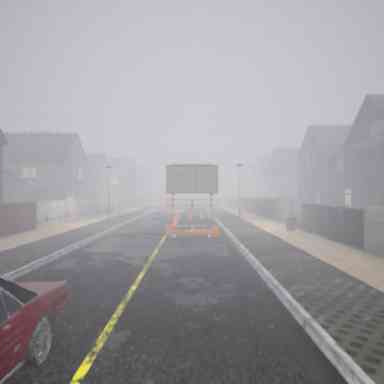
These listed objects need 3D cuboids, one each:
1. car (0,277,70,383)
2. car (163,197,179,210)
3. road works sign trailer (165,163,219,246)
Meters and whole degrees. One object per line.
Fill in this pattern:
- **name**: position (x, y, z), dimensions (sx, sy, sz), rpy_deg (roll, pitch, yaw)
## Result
- **car**: position (-2.849, 1.601, 2.992), dimensions (1.895, 1.301, 4.718), rpy_deg (0, 0, 0)
- **car**: position (-2.829, 1.461, 45.688), dimensions (2.097, 1.767, 4.553), rpy_deg (0, 0, 0)
- **road works sign trailer**: position (0.007, 0.474, 15.377), dimensions (2.380, 3.560, 2.880), rpy_deg (0, 0, 0)
